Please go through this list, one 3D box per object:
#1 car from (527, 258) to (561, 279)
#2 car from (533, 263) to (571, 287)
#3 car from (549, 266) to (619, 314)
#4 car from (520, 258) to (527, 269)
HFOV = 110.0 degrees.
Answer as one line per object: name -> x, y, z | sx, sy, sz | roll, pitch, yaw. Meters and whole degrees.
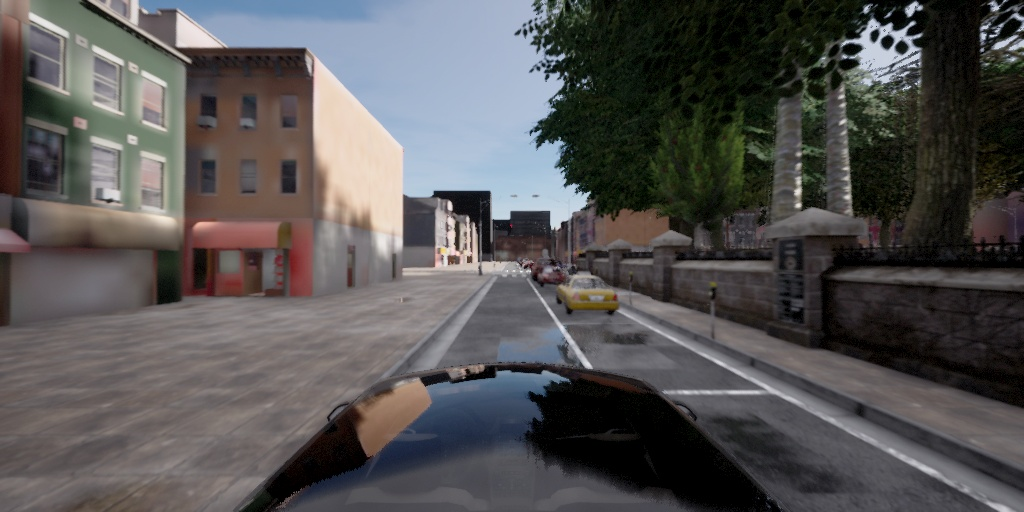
car -> 2.641, 1.083, 29.718 | 2.192, 1.841, 5.009 | 0, 0, 0
car -> 2.640, 1.343, 24.269 | 1.802, 1.307, 4.207 | 0, 0, 0
car -> 2.640, 1.277, 13.540 | 1.751, 1.417, 4.829 | 0, 0, 0
car -> 2.643, 1.369, 56.147 | 1.888, 1.381, 4.507 | 0, 0, 0
